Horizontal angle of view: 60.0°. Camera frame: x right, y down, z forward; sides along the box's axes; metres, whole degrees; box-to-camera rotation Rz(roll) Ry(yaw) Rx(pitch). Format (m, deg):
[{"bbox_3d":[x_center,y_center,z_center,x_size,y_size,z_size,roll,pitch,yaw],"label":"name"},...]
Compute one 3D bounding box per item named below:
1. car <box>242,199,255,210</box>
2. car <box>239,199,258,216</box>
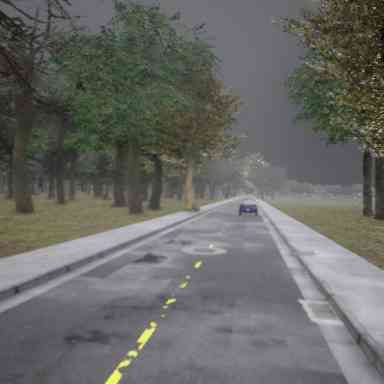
[{"bbox_3d":[8.403,1.780,49.255,1.812,1.442,4.674,2,0,10],"label":"car"},{"bbox_3d":[6.095,1.655,35.880,1.882,1.535,5.008,2,0,10],"label":"car"}]
